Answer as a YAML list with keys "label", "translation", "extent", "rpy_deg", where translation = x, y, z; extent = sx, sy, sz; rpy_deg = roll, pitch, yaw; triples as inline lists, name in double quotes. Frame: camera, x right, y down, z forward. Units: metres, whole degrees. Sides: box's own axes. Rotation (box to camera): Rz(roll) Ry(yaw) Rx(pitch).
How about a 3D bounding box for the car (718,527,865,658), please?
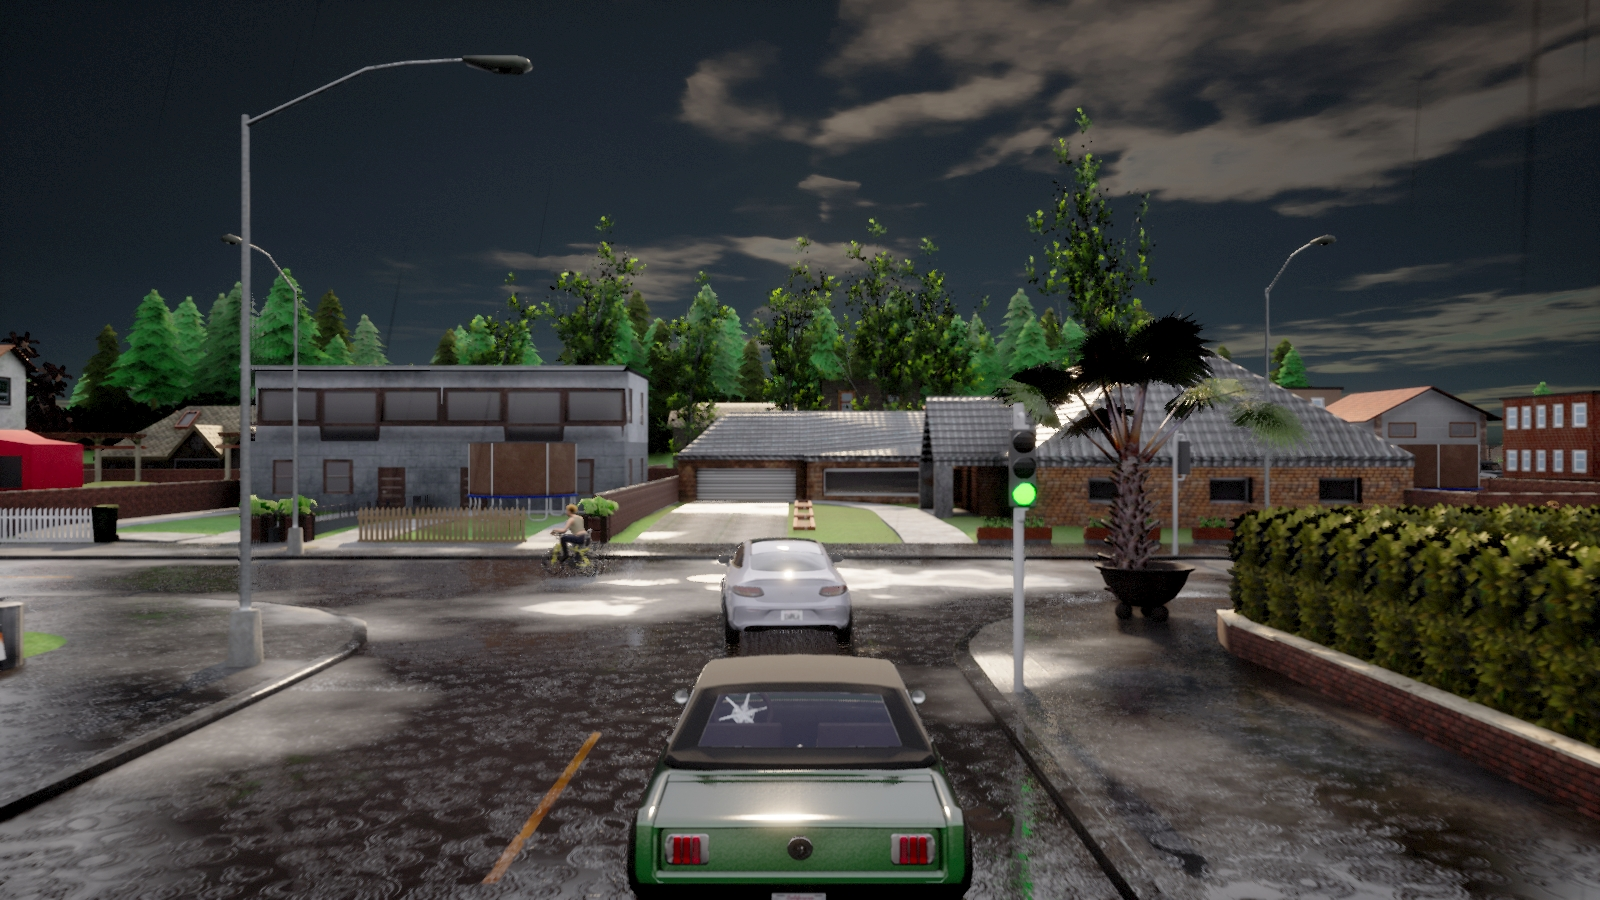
- label: "car"
  translation: [-0.275, 2.082, 17.829]
  extent: [2.002, 1.442, 4.674]
  rpy_deg: [0, 0, -4]

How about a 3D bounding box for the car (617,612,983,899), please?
- label: "car"
  translation: [0.000, 2.156, 8.283]
  extent: [1.895, 1.301, 4.718]
  rpy_deg: [0, 0, 0]
